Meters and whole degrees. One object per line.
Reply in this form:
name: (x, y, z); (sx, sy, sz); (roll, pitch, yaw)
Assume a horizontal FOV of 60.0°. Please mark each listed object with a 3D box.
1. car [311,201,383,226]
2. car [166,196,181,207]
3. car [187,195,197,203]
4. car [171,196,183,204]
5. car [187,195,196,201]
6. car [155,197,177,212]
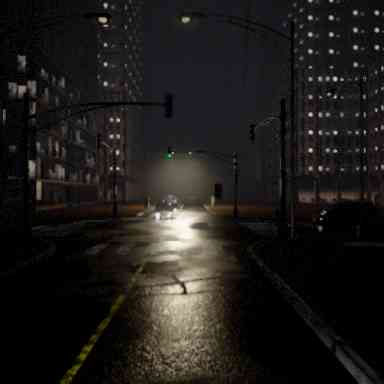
car: (10.936, 1.424, 23.739); (4.553, 1.767, 2.097); (0, 0, -1)
car: (-3.090, 1.364, 47.419); (2.097, 1.767, 4.553); (0, 0, 0)
car: (-0.012, 1.608, 68.628); (1.895, 1.301, 4.718); (0, 0, 0)
car: (-3.013, 1.560, 67.991); (2.033, 1.411, 5.357); (0, 0, 0)
car: (-0.015, 1.387, 78.603); (2.033, 1.411, 5.357); (0, 0, 0)
car: (-3.115, 1.575, 38.262); (1.994, 1.385, 4.181); (0, 0, -1)
